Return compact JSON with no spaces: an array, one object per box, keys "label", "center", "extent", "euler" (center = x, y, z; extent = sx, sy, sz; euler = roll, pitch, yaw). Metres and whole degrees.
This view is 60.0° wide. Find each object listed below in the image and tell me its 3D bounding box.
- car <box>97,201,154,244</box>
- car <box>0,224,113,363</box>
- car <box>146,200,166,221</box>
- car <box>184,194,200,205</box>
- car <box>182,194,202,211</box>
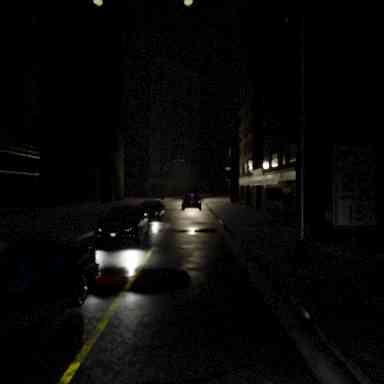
[{"label":"car","center":[-3.100,1.407,15.462],"extent":[1.837,1.490,4.892],"euler":[0,0,0]},{"label":"car","center":[-3.075,1.523,5.129],"extent":[2.033,1.411,5.357],"euler":[0,0,4]},{"label":"car","center":[-3.096,1.347,25.802],"extent":[2.033,1.411,5.357],"euler":[0,1,1]},{"label":"car","center":[-0.012,1.044,47.720],"extent":[2.128,1.511,4.902],"euler":[0,1,0]},{"label":"car","center":[-0.024,1.042,35.479],"extent":[2.097,1.767,4.553],"euler":[0,1,0]}]
